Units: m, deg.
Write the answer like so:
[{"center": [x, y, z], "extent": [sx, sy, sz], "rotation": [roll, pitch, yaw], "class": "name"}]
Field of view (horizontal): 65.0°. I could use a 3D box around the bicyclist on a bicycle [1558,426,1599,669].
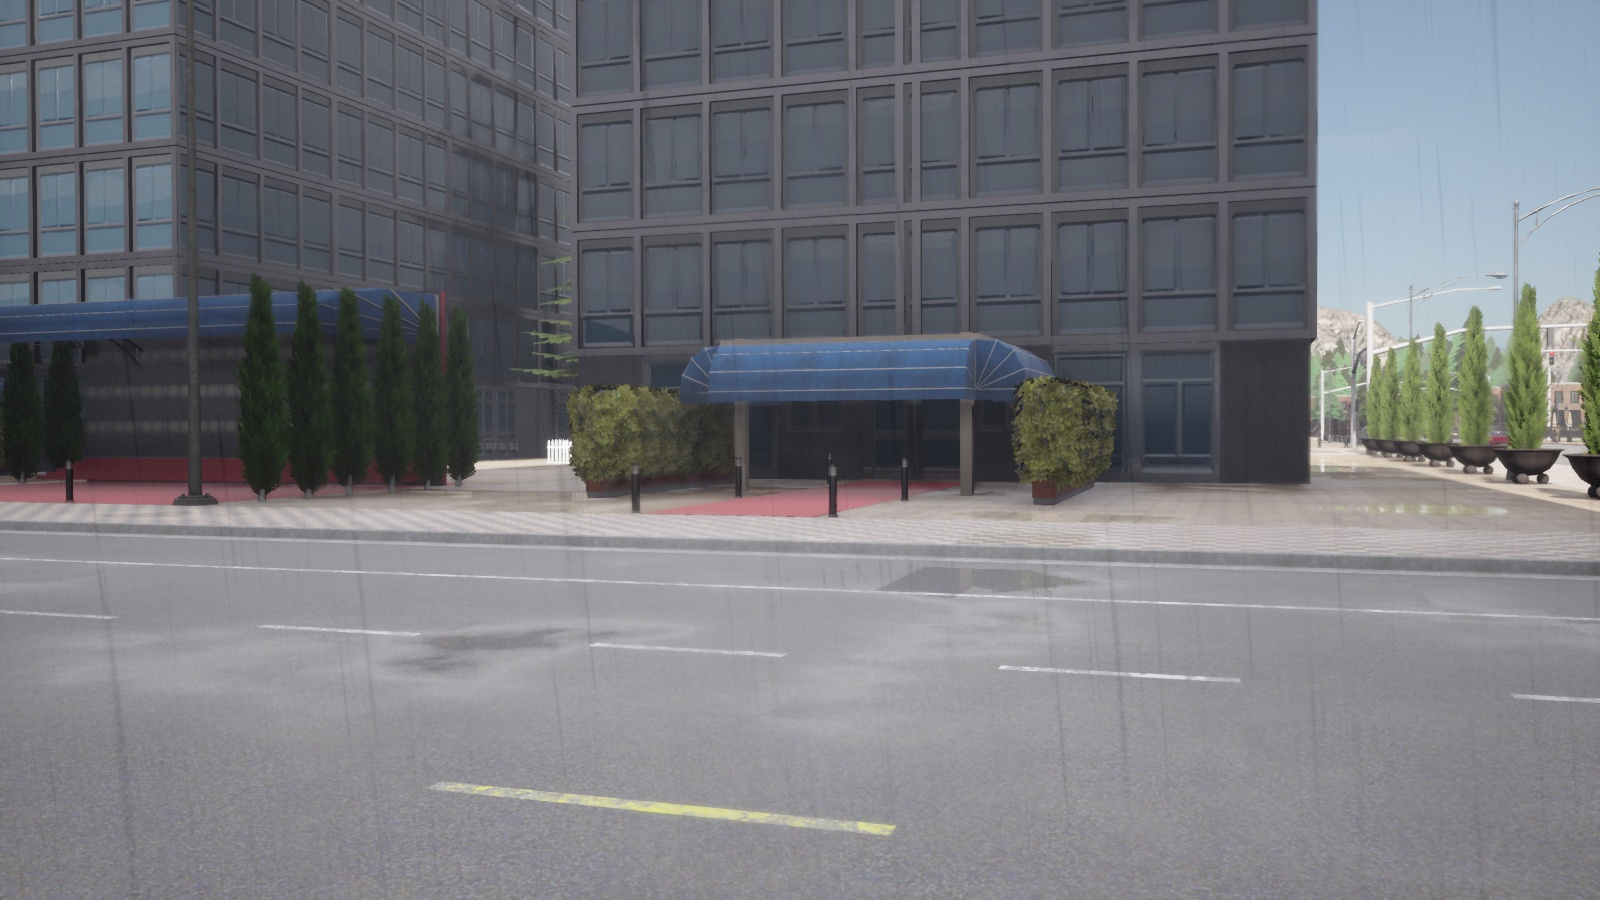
[{"center": [6.124, 0.650, 8.523], "extent": [1.509, 1.612, 0.866], "rotation": [1, 1, 19], "class": "bicyclist on a bicycle"}]
